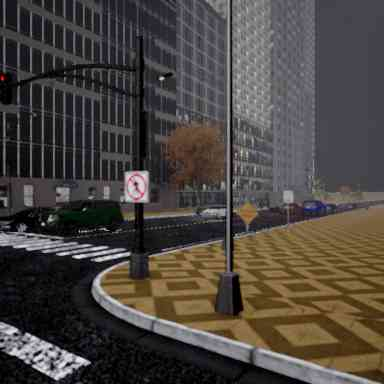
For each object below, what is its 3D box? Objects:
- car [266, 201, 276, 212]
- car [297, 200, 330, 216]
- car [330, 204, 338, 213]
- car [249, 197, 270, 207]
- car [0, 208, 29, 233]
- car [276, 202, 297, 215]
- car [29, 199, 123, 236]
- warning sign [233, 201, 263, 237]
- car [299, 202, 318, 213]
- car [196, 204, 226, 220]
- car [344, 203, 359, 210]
[{"bbox_3d":[13.733,2.550,52.265,1.895,1.301,4.718,0,-1,33],"label":"car"},{"bbox_3d":[16.168,2.065,43.994,2.150,2.045,5.566,0,-1,35],"label":"car"},{"bbox_3d":[21.923,2.558,52.964,1.812,1.442,4.674,0,-1,33],"label":"car"},{"bbox_3d":[11.008,1.773,54.035,2.150,2.045,5.566,0,-1,33],"label":"car"},{"bbox_3d":[-10.106,1.745,21.540,1.837,1.490,4.892,0,-1,33],"label":"car"},{"bbox_3d":[13.848,2.205,46.362,2.097,1.767,4.553,0,-1,33],"label":"car"},{"bbox_3d":[-6.751,1.488,20.744,2.150,2.045,5.566,0,-1,33],"label":"car"},{"bbox_3d":[3.115,1.454,18.570,1.300,1.860,1.060,1,1,33],"label":"warning sign"},{"bbox_3d":[19.194,2.506,54.728,1.882,1.535,5.008,0,-1,33],"label":"car"},{"bbox_3d":[2.756,2.104,35.476,1.812,1.442,4.674,0,-1,33],"label":"car"},{"bbox_3d":[31.516,2.837,65.715,1.812,1.442,4.674,0,-1,33],"label":"car"}]
